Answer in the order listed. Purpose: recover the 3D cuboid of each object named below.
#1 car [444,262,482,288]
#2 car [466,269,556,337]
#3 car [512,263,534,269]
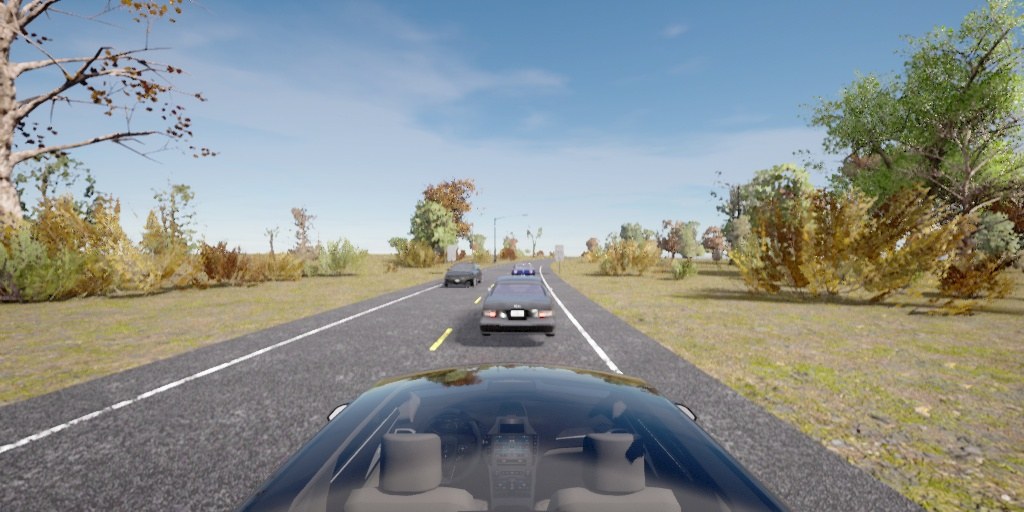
[{"bbox_3d":[-3.062,1.150,23.304,1.882,1.535,5.008,0,0,2],"label":"car"},{"bbox_3d":[0.210,1.267,10.180,2.033,1.411,5.357,0,0,2],"label":"car"},{"bbox_3d":[0.947,1.247,29.773,1.895,1.301,4.718,0,0,2],"label":"car"}]
